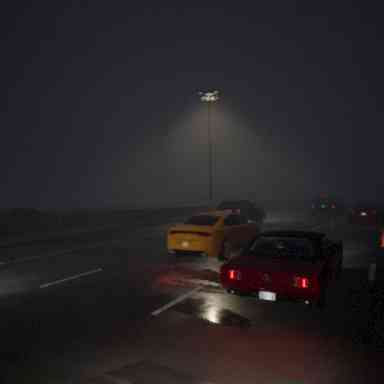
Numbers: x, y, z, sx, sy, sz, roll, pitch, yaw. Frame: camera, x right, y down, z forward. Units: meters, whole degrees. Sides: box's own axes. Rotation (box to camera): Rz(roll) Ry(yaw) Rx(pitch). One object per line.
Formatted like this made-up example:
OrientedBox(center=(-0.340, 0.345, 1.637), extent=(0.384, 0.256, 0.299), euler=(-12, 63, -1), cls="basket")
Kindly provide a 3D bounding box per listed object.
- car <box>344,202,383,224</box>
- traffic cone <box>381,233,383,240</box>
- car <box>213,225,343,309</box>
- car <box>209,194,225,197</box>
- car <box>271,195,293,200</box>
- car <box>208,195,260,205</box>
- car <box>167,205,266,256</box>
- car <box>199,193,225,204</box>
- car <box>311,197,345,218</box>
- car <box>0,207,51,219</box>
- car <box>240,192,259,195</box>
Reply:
OrientedBox(center=(12.440, 1.392, 23.468), extent=(1.994, 1.385, 4.181), euler=(-1, 0, 36), cls="car")
OrientedBox(center=(7.625, 1.850, 13.137), extent=(0.340, 0.580, 0.340), euler=(-1, 0, 31), cls="traffic cone")
OrientedBox(center=(2.434, 1.567, 7.936), extent=(1.895, 1.301, 4.718), euler=(-1, 0, 29), cls="car")
OrientedBox(center=(5.522, 1.465, 53.775), extent=(2.033, 1.411, 5.357), euler=(-1, 0, 43), cls="car")
OrientedBox(center=(14.225, 1.291, 52.694), extent=(2.128, 1.511, 4.902), euler=(-1, 0, 45), cls="car")
OrientedBox(center=(3.335, 1.303, 22.688), extent=(2.097, 1.767, 4.553), euler=(-1, 0, 34), cls="car")
OrientedBox(center=(1.036, 1.462, 12.496), extent=(1.882, 1.535, 5.008), euler=(-1, 0, 30), cls="car")
OrientedBox(center=(3.652, 1.164, 56.885), extent=(2.150, 2.045, 5.566), euler=(-1, 0, 44), cls="car")
OrientedBox(center=(11.862, 1.187, 28.526), extent=(2.097, 1.767, 4.553), euler=(-1, 0, 37), cls="car")
OrientedBox(center=(-10.832, 1.670, 20.321), extent=(1.812, 1.442, 4.674), euler=(-1, 0, 31), cls="car")
OrientedBox(center=(8.515, 1.101, 51.858), extent=(2.150, 2.045, 5.566), euler=(-1, 0, 44), cls="car")
